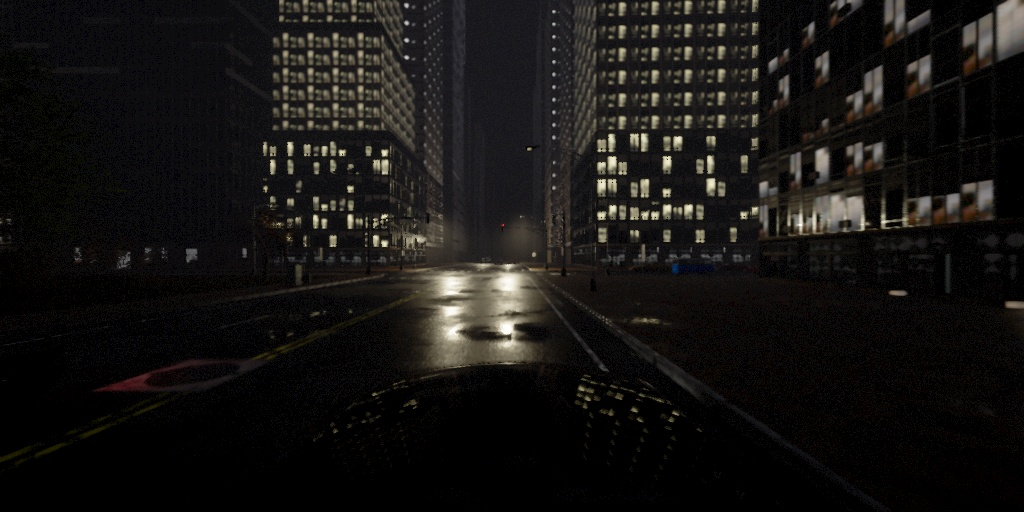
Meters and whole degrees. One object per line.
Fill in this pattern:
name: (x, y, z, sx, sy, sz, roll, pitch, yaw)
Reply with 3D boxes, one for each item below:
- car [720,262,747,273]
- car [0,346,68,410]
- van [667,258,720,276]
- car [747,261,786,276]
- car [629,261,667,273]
car: (26.917, 1.387, 43.987, 4.207, 1.307, 1.802, 0, 0, 2)
car: (-6.601, 1.351, 2.281, 1.895, 1.301, 4.718, 0, 0, 0)
van: (18.354, 1.141, 36.298, 3.998, 1.789, 1.690, 0, 0, 2)
car: (26.633, 1.245, 36.111, 4.097, 1.591, 1.967, 0, 0, 2)
car: (17.083, 1.324, 44.470, 4.829, 1.417, 1.751, 0, 0, 2)
